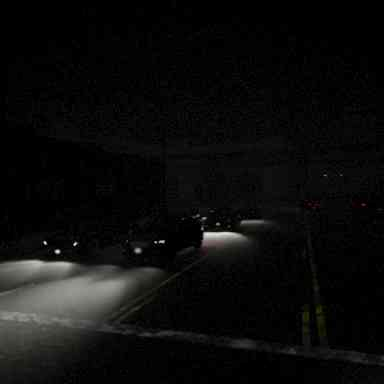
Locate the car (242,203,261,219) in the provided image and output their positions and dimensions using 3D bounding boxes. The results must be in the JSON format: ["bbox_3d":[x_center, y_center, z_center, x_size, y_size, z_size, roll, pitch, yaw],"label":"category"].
[{"bbox_3d":[5.739,1.855,33.378,1.882,1.535,5.008,-1,-1,19],"label":"car"}]

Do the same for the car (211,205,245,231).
[{"bbox_3d":[2.209,1.861,22.969,1.994,1.385,4.181,-1,-1,17],"label":"car"}]

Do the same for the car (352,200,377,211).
[{"bbox_3d":[22.532,1.717,43.512,4.674,1.442,1.812,-1,-1,-43],"label":"car"}]

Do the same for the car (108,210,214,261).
[{"bbox_3d":[-0.956,1.714,13.455,2.128,1.511,4.902,-1,-1,21],"label":"car"}]

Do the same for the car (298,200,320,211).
[{"bbox_3d":[16.456,1.866,46.860,1.837,1.490,4.892,-1,0,3],"label":"car"}]

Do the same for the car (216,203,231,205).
[{"bbox_3d":[3.418,1.988,37.408,1.837,1.490,4.892,-1,-1,19],"label":"car"}]

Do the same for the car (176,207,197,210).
[{"bbox_3d":[-0.527,1.915,25.733,1.812,1.442,4.674,-1,-1,19],"label":"car"}]

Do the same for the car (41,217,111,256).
[{"bbox_3d":[-4.166,1.855,14.929,2.033,1.411,5.357,-1,-1,19],"label":"car"}]
